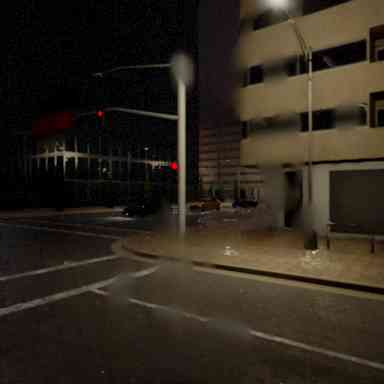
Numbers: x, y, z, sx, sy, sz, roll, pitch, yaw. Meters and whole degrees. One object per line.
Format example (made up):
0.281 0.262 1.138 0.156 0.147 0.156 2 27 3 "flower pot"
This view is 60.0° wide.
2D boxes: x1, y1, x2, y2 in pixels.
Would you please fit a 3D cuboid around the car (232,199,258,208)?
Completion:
7.568 1.626 47.544 1.895 1.301 4.718 0 0 36 "car"

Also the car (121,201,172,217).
-4.146 1.574 31.495 2.033 1.411 5.357 0 0 36 "car"

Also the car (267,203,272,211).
10.823 1.617 39.817 1.895 1.301 4.718 0 0 36 "car"

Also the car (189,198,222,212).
1.619 1.504 39.409 1.882 1.535 5.008 0 0 36 "car"
